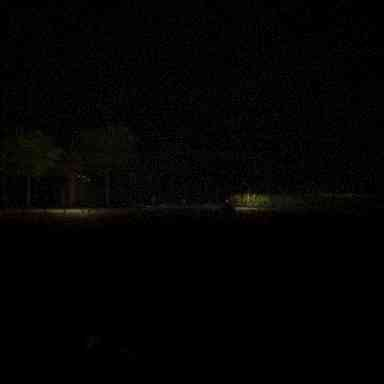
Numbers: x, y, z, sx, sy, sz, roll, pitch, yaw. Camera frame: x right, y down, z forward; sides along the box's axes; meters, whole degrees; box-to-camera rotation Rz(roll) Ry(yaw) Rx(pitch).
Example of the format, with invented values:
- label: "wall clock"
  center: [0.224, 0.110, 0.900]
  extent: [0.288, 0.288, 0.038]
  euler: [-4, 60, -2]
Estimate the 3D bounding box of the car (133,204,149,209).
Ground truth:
- label: "car"
  center: [-13.171, 3.802, 87.035]
  extent: [1.895, 1.301, 4.718]
  euler: [2, 1, 35]
